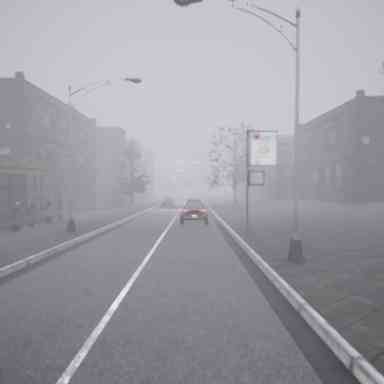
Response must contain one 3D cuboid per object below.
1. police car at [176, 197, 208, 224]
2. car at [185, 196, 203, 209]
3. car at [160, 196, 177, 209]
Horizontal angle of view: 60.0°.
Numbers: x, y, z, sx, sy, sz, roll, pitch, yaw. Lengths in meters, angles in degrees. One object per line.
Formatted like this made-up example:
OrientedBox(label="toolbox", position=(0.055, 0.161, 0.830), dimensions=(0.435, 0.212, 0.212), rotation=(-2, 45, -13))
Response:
OrientedBox(label="police car", position=(0.163, 1.424, 24.469), dimensions=(2.038, 1.542, 4.974), rotation=(0, 0, 0))
OrientedBox(label="car", position=(0.248, 1.358, 42.534), dimensions=(2.163, 1.488, 4.792), rotation=(0, 0, 0))
OrientedBox(label="car", position=(-2.935, 1.361, 42.780), dimensions=(1.837, 1.490, 4.892), rotation=(0, 0, 0))
